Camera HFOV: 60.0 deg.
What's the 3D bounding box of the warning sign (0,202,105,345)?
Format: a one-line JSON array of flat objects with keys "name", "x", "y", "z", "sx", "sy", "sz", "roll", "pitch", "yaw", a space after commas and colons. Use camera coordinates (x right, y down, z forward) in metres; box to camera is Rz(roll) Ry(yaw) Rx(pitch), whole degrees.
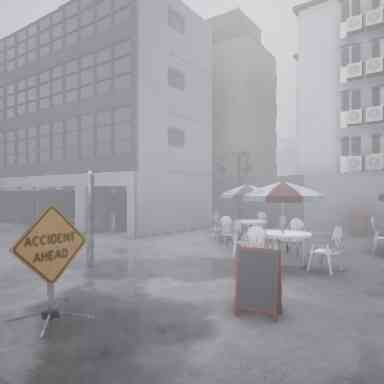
[{"name": "warning sign", "x": -2.247, "y": 1.115, "z": 5.288, "sx": 1.060, "sy": 1.860, "sz": 1.300, "roll": 0, "pitch": 0, "yaw": 35}]
